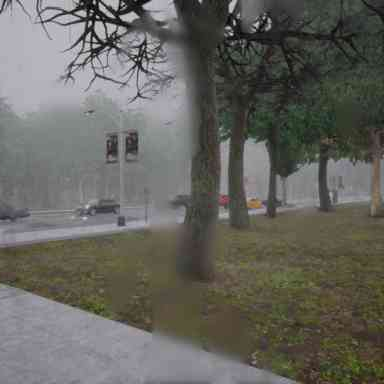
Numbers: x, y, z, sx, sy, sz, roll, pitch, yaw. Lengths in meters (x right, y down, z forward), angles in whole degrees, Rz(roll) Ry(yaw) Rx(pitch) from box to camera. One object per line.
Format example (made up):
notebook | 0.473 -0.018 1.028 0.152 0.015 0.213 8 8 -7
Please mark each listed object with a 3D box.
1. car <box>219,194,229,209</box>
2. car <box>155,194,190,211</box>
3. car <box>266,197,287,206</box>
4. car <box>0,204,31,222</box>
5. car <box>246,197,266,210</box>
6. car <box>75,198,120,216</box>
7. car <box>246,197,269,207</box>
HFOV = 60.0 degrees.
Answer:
car | 4.841 1.289 46.694 2.150 2.045 5.566 0 0 36
car | -2.251 1.271 42.582 2.150 2.045 5.566 0 0 36
car | 13.633 1.570 53.488 1.882 1.535 5.008 0 0 36
car | -14.976 1.563 24.776 2.033 1.411 5.357 0 0 35
car | 7.838 1.551 45.289 1.882 1.535 5.008 0 0 36
car | -9.235 1.382 32.813 2.097 1.767 4.553 0 0 35
car | 10.920 1.593 55.284 1.837 1.490 4.892 0 0 36
